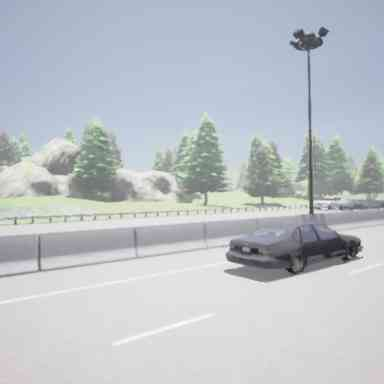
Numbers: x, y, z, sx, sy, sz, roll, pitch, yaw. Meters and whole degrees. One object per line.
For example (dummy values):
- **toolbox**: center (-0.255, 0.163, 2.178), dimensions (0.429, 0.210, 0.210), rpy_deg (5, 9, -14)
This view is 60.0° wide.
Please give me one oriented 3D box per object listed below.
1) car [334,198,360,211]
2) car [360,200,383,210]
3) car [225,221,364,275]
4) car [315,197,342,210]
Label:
- **car**: center (23.640, 2.004, 48.819), dimensions (5.357, 1.411, 2.033), rpy_deg (0, -1, -37)
- **car**: center (25.798, 1.893, 46.071), dimensions (4.892, 1.490, 1.837), rpy_deg (0, -1, -37)
- **car**: center (3.545, 1.678, 10.980), dimensions (5.357, 1.411, 2.033), rpy_deg (0, -1, -37)
- **car**: center (21.397, 1.747, 51.513), dimensions (5.566, 2.045, 2.150), rpy_deg (0, -1, -37)
